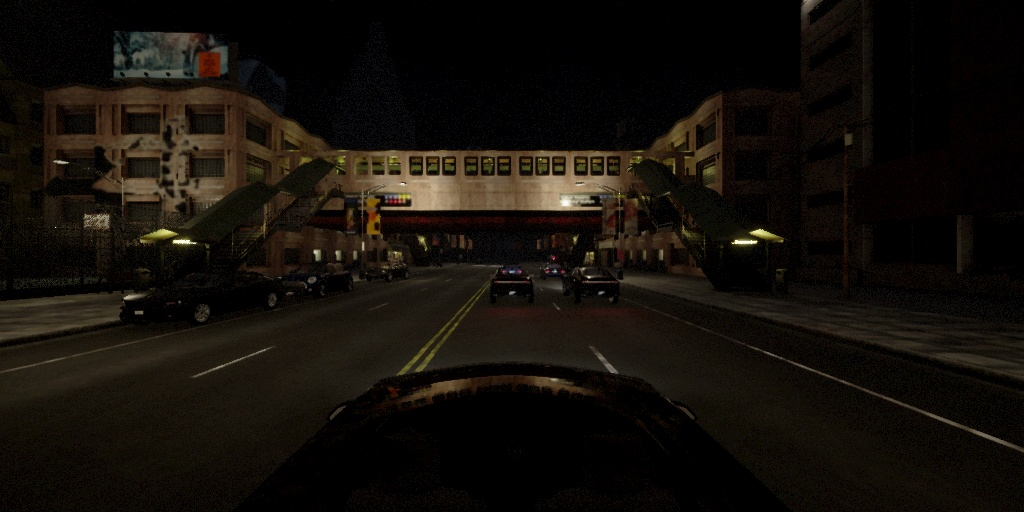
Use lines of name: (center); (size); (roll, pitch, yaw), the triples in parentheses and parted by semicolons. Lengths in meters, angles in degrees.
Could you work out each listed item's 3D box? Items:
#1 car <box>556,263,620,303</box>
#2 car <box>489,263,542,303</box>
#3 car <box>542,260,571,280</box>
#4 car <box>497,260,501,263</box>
car: (3.500, 1.245, 16.500); (2.128, 1.511, 4.902); (0, 0, 0)
car: (0.000, 1.245, 16.500); (2.128, 1.511, 4.902); (0, 0, 0)
car: (3.500, 1.313, 31.499); (2.033, 1.411, 5.357); (0, 0, 0)
car: (0.000, 1.313, 31.500); (2.033, 1.411, 5.357); (0, 0, 0)
